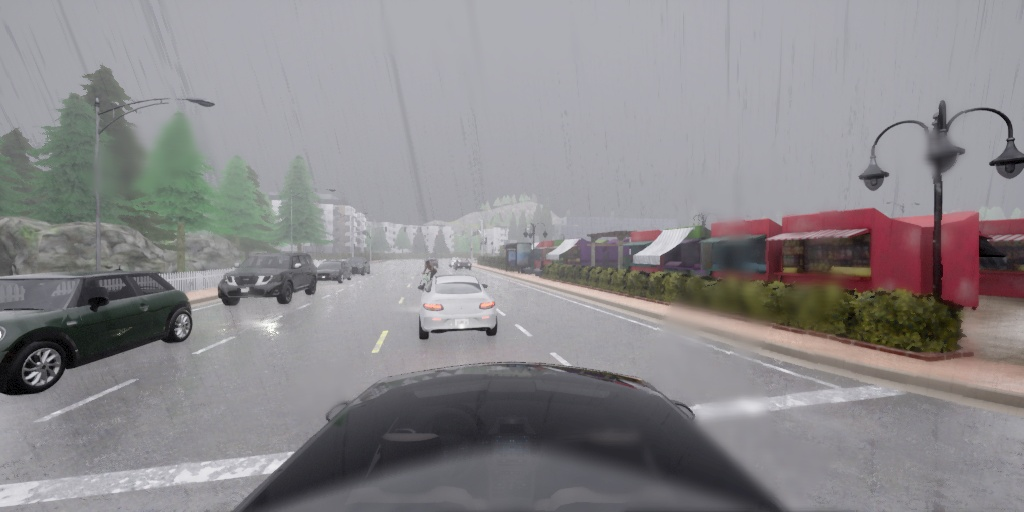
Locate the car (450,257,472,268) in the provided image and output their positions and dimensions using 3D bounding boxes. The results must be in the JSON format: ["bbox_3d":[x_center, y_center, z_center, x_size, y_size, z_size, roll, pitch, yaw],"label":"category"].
[{"bbox_3d":[-6.107,1.049,43.814,1.895,1.301,4.718,0,0,-14],"label":"car"}]

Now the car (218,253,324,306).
[{"bbox_3d":[-10.332,0.876,15.725,2.150,2.045,5.566,0,0,-14],"label":"car"}]

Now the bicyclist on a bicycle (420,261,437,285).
[{"bbox_3d":[-4.524,1.079,19.691,0.582,1.620,1.656,0,1,24],"label":"bicyclist on a bicycle"}]

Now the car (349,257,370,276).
[{"bbox_3d":[-14.558,0.876,33.318,2.097,1.767,4.553,0,0,-13],"label":"car"}]

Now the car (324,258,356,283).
[{"bbox_3d":[-12.648,1.088,25.341,1.837,1.490,4.892,0,0,-13],"label":"car"}]

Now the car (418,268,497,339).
[{"bbox_3d":[-1.581,1.225,9.874,1.812,1.442,4.674,0,0,-13],"label":"car"}]

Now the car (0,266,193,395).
[{"bbox_3d":[-8.083,1.076,6.304,2.097,1.767,4.553,0,0,-13],"label":"car"}]

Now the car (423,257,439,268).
[{"bbox_3d":[-11.418,0.901,50.815,1.837,1.490,4.892,0,0,-13],"label":"car"}]
